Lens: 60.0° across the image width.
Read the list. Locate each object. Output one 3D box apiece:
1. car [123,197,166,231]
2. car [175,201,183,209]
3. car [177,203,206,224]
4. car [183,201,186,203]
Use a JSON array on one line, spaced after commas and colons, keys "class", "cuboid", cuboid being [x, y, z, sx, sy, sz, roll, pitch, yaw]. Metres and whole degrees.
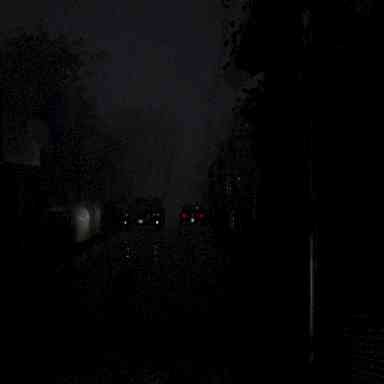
[{"class": "car", "cuboid": [-2.894, 1.316, 21.473, 2.150, 2.045, 5.566, 0, -1, 0]}, {"class": "car", "cuboid": [-1.911, 2.392, 62.020, 2.033, 1.411, 5.357, 0, -2, 5]}, {"class": "car", "cuboid": [0.038, 1.742, 25.824, 1.895, 1.301, 4.718, 0, -1, 0]}, {"class": "car", "cuboid": [0.087, 2.012, 42.605, 1.895, 1.301, 4.718, 0, -1, 1]}]
